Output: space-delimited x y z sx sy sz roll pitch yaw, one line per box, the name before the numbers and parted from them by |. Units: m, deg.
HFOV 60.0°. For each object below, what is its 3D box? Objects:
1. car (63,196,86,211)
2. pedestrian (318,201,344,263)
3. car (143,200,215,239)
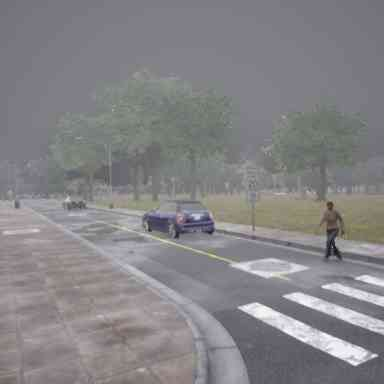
car | -14.364 1.245 40.448 2.097 1.767 4.553 -2 1 -30
pedestrian | 4.025 1.138 9.617 0.375 1.860 0.375 -2 1 -30
car | -0.819 1.190 16.722 2.097 1.767 4.553 -2 1 -30
